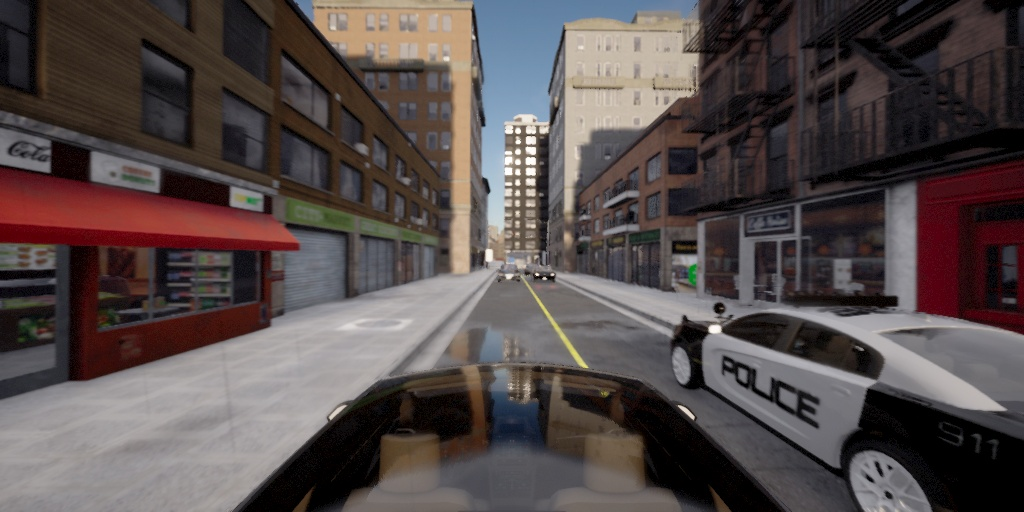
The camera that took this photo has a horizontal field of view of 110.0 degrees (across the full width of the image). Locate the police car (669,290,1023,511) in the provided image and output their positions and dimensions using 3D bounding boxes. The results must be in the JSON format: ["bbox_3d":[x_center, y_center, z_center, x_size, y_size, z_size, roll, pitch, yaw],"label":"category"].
[{"bbox_3d":[3.540,1.213,4.054,1.930,1.638,5.238,0,0,0],"label":"police car"}]

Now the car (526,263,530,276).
[{"bbox_3d":[2.438,1.546,42.094,1.994,1.385,4.181,0,0,0],"label":"car"}]

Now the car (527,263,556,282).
[{"bbox_3d":[2.576,1.520,30.520,1.895,1.301,4.718,0,0,0],"label":"car"}]

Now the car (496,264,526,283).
[{"bbox_3d":[-0.236,1.384,29.374,2.128,1.511,4.902,0,0,0],"label":"car"}]
